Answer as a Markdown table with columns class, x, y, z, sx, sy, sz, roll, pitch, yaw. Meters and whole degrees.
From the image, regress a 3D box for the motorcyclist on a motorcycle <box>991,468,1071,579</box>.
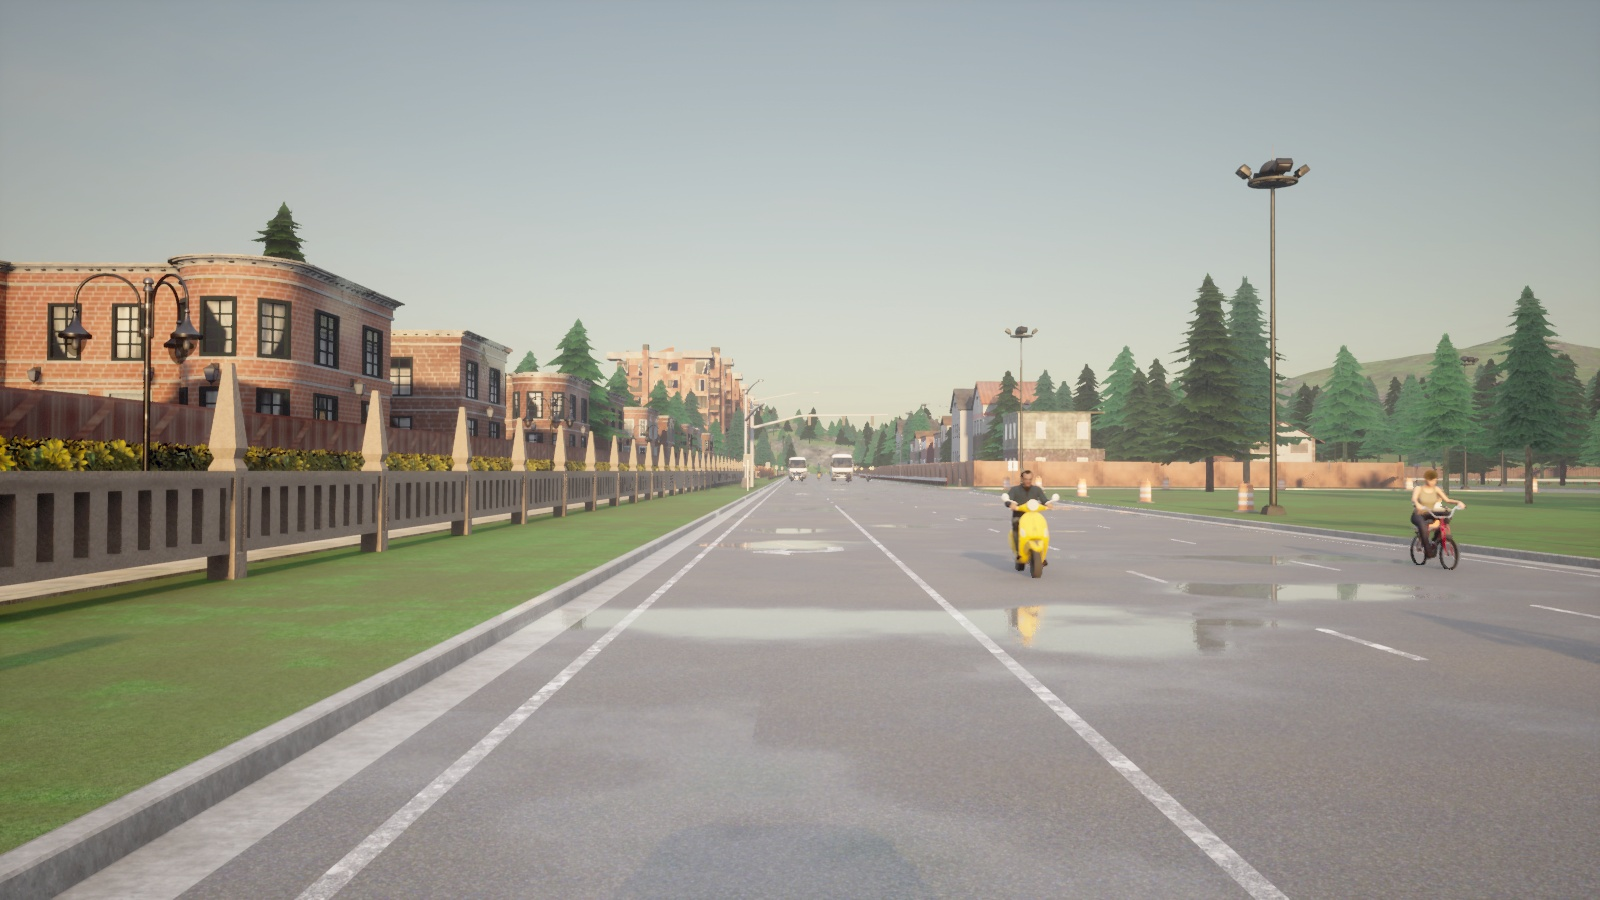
| class | x | y | z | sx | sy | sz | roll | pitch | yaw |
| --- | --- | --- | --- | --- | --- | --- | --- | --- | --- |
| motorcyclist on a motorcycle | 3.456 | 1.072 | 18.952 | 0.866 | 1.590 | 1.817 | 0 | -1 | 0 |

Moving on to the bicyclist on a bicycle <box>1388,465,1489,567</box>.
| class | x | y | z | sx | sy | sz | roll | pitch | yaw |
| --- | --- | --- | --- | --- | --- | --- | --- | --- | --- |
| bicyclist on a bicycle | 10.447 | 1.055 | 20.609 | 0.866 | 1.612 | 1.509 | 0 | -1 | 0 |
